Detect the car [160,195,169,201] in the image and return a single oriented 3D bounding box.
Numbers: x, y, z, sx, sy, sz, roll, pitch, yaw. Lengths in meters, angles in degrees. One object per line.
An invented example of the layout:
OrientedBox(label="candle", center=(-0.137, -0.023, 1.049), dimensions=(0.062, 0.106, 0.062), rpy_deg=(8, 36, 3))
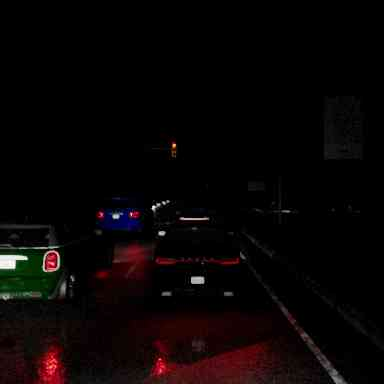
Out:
OrientedBox(label="car", center=(-6.913, 1.445, 85.372), dimensions=(1.882, 1.535, 5.008), rpy_deg=(0, 0, 0))

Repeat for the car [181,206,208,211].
OrientedBox(label="car", center=(0.119, 1.488, 18.108), dimensions=(2.128, 1.511, 4.902), rpy_deg=(0, 0, 0))

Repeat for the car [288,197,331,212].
OrientedBox(label="car", center=(13.746, 1.558, 38.327), dimensions=(4.181, 1.385, 1.994), rpy_deg=(0, 0, 3))

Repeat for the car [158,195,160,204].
OrientedBox(label="car", center=(-7.029, 1.496, 55.758), dimensions=(1.837, 1.490, 4.892), rpy_deg=(0, 0, 0))

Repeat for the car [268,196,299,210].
OrientedBox(label="car", center=(11.989, 1.345, 41.936), dimensions=(4.553, 1.767, 2.097), rpy_deg=(0, 0, 3))

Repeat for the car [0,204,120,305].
OrientedBox(label="car", center=(-3.392, 1.351, 8.234), dimensions=(2.097, 1.767, 4.553), rpy_deg=(0, 0, 0))

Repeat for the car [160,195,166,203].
OrientedBox(label="car", center=(-6.964, 1.537, 65.538), dimensions=(2.033, 1.411, 5.357), rpy_deg=(0, 0, 1))

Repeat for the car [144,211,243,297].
OrientedBox(label="car", center=(0.109, 1.476, 8.608), dimensions=(1.882, 1.535, 5.008), rpy_deg=(0, 0, 0))

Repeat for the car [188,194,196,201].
OrientedBox(label="car", center=(0.088, 1.334, 85.927), dimensions=(2.097, 1.767, 4.553), rpy_deg=(0, 0, 0))

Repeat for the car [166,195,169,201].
OrientedBox(label="car", center=(-6.923, 1.466, 75.347), dimensions=(1.882, 1.535, 5.008), rpy_deg=(0, 0, 0))

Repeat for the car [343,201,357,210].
OrientedBox(label="car", center=(20.570, 1.556, 41.446), dimensions=(4.181, 1.385, 1.994), rpy_deg=(0, 0, 3))

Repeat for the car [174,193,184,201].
OrientedBox(label="car", center=(-3.412, 1.204, 85.608), dimensions=(2.150, 2.045, 5.566), rpy_deg=(0, 0, 0))

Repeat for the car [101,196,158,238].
OrientedBox(label="car", center=(-3.402, 1.219, 17.852), dimensions=(2.150, 2.045, 5.566), rpy_deg=(0, 0, 1))
